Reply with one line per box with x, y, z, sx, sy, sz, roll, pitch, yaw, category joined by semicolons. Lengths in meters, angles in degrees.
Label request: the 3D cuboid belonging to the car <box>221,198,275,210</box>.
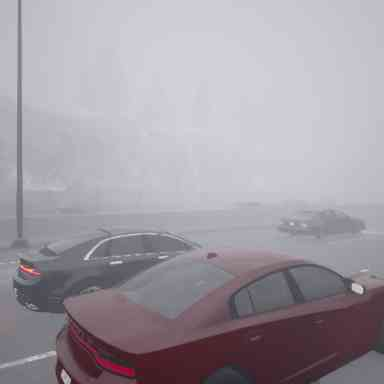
4.552;1.506;28.584;4.892;1.490;1.837;0;0;-35;car

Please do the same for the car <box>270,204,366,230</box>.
6.710;1.547;17.018;5.357;1.411;2.033;0;0;-35;car

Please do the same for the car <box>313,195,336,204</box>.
20.579;1.351;52.239;4.553;1.767;2.097;0;0;-34;car

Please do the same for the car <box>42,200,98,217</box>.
-11.069;1.491;30.428;4.902;1.511;2.128;0;0;-35;car

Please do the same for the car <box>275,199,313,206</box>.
10.880;1.491;37.251;4.902;1.511;2.128;0;0;-34;car

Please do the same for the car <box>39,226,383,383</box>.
0.909;1.478;4.374;5.008;1.535;1.882;0;0;-35;car

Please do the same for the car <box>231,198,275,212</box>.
7.180;1.491;38.948;4.902;1.511;2.128;0;0;-35;car

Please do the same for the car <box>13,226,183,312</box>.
-1.108;1.504;7.234;4.892;1.490;1.837;0;0;-35;car
